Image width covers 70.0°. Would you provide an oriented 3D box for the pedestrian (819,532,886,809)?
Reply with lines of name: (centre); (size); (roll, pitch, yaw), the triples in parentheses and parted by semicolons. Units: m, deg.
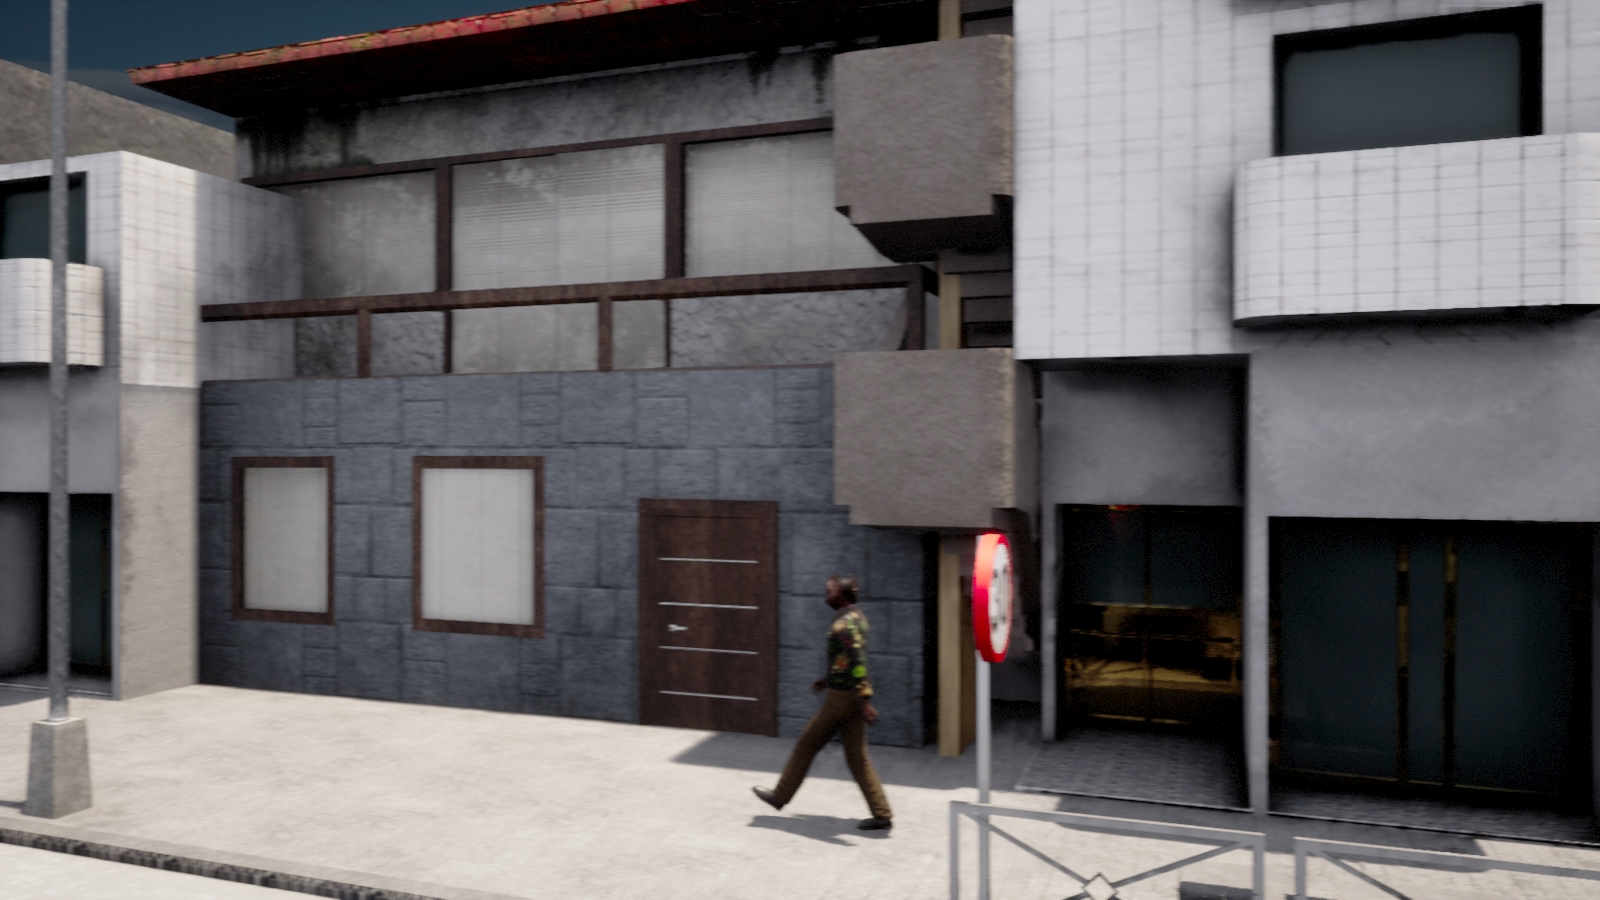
pedestrian: (0.373, 1.524, 8.047); (0.375, 1.860, 0.375); (0, 0, 20)
